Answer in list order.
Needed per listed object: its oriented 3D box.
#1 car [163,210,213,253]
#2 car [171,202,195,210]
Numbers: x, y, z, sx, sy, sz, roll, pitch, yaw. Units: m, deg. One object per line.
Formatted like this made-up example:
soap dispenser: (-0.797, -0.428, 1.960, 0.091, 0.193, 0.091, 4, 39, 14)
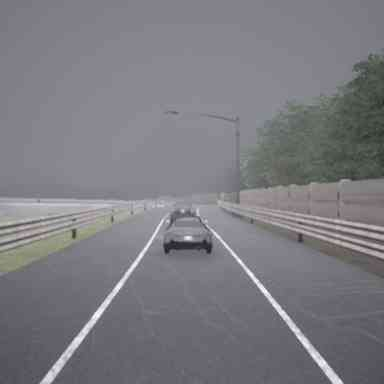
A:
car: (-0.202, 1.709, 14.438, 1.994, 1.385, 4.181, 0, -1, -2)
car: (-0.817, 1.638, 29.273, 2.097, 1.767, 4.553, 0, -1, -2)
